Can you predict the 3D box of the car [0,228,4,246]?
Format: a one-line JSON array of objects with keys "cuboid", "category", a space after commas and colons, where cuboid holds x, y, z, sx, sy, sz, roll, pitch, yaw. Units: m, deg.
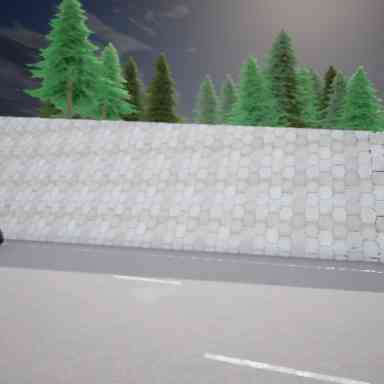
[{"cuboid": [-10.342, 1.773, 14.533, 4.181, 1.385, 1.994, 0, -1, 21], "category": "car"}]
